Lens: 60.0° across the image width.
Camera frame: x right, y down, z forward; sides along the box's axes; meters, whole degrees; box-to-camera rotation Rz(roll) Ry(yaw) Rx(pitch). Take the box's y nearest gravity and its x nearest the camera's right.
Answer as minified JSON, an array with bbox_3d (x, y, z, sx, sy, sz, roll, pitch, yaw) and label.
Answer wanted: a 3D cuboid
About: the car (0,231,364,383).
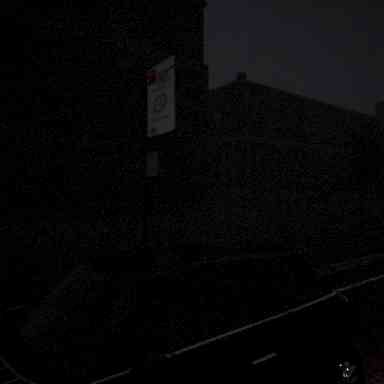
[{"bbox_3d":[-0.462,1.343,3.046,4.553,1.767,2.097,0,0,-36],"label":"car"}]
